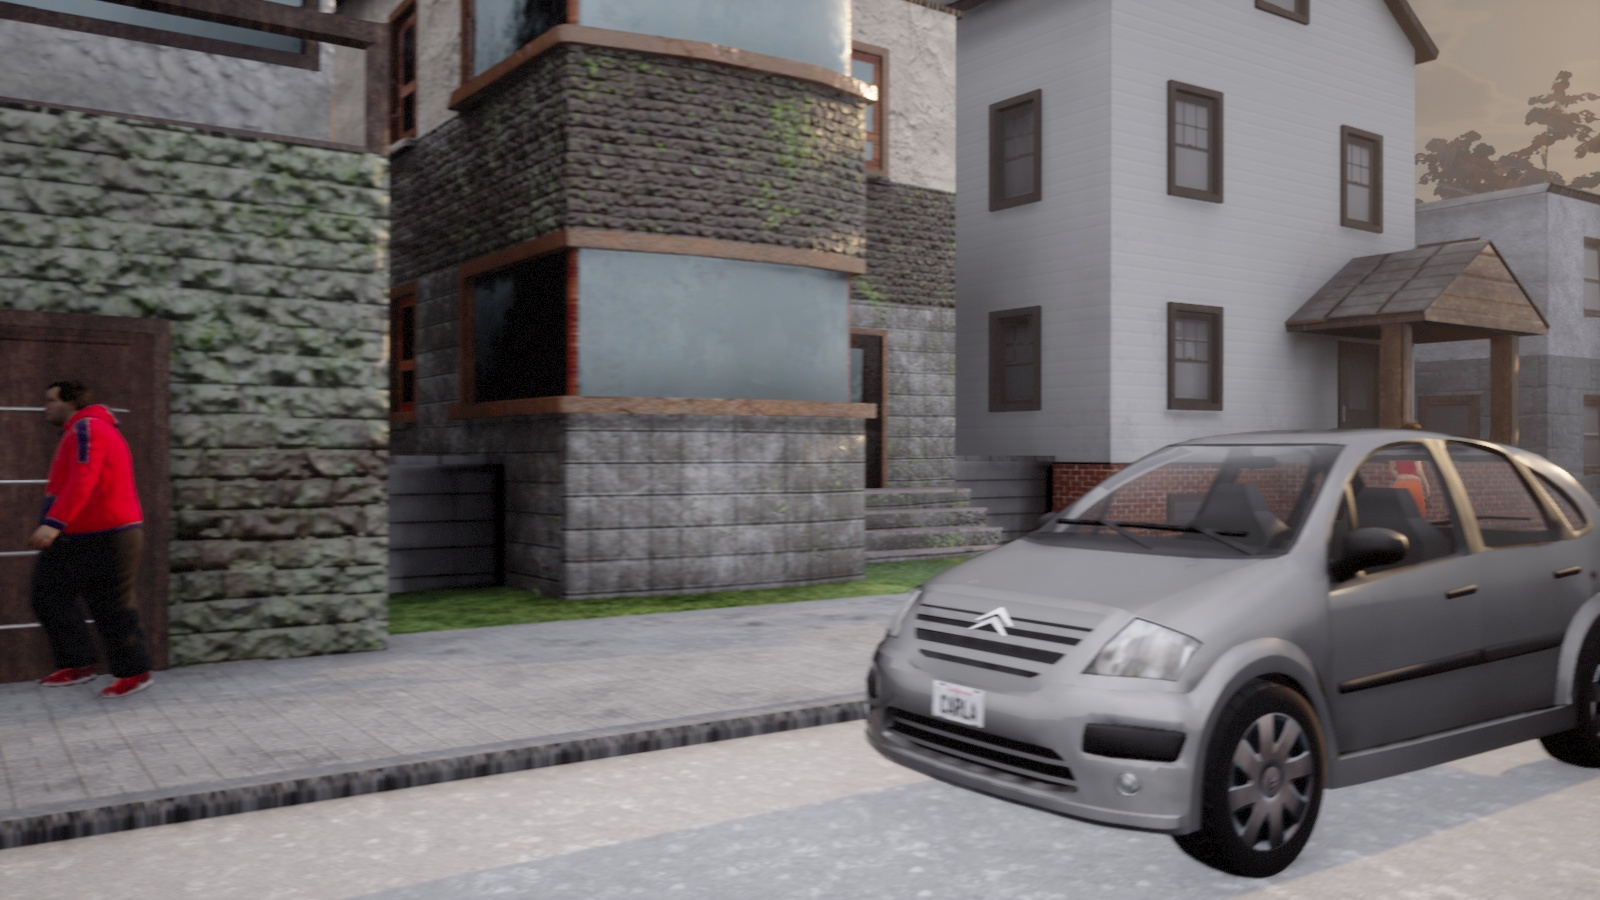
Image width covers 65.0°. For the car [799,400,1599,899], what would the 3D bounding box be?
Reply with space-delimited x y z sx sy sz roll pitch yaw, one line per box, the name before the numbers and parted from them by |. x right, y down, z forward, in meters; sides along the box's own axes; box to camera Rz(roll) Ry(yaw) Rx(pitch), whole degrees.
car | 2.163 0.651 5.779 3.988 1.617 1.851 0 0 -35

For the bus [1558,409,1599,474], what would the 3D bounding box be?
bus | 55.845 -0.554 81.900 3.944 4.253 10.273 0 0 -34

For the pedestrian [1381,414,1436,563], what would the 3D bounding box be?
pedestrian | 7.665 0.476 15.826 0.594 1.836 0.345 0 0 -30

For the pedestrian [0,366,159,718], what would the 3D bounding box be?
pedestrian | -4.116 0.480 7.004 0.899 1.844 0.634 0 0 -33
